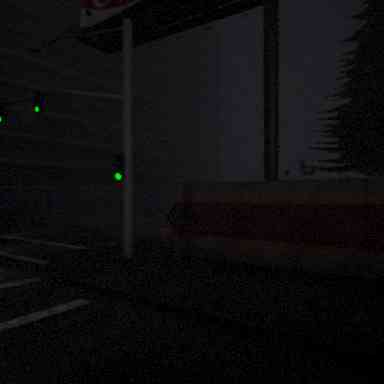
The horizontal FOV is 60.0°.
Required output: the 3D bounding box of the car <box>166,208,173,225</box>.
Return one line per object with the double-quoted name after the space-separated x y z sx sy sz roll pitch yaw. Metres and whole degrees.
0.145 1.549 23.815 2.128 1.511 4.902 0 0 35 "car"
